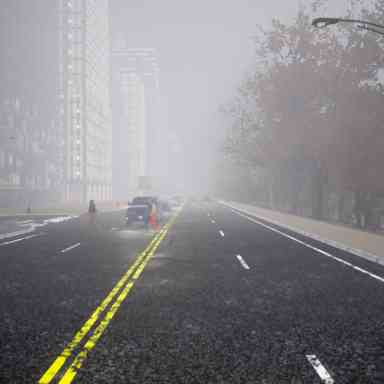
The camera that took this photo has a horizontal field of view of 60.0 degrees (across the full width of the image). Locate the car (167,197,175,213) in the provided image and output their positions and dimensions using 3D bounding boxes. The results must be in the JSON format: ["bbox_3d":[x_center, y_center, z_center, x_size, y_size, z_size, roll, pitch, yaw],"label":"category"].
[{"bbox_3d":[-3.344,1.571,37.572,1.994,1.385,4.181,0,0,0],"label":"car"}]

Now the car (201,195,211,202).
[{"bbox_3d":[3.257,1.503,74.903,1.837,1.490,4.892,0,0,0],"label":"car"}]

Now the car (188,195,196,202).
[{"bbox_3d":[0.009,1.543,74.904,2.033,1.411,5.357,0,0,0],"label":"car"}]

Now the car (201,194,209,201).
[{"bbox_3d":[3.260,1.374,85.297,1.882,1.535,5.008,0,0,0],"label":"car"}]

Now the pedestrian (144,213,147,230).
[{"bbox_3d":[-2.435,1.316,19.409,0.375,1.860,0.375,0,0,0],"label":"pedestrian"}]

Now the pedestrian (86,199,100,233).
[{"bbox_3d":[-5.419,1.293,18.213,0.375,1.860,0.375,0,0,0],"label":"pedestrian"}]

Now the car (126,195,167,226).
[{"bbox_3d":[-3.369,1.293,24.540,2.150,2.045,5.566,-1,0,0],"label":"car"}]

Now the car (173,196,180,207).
[{"bbox_3d":[-3.342,1.605,52.094,1.895,1.301,4.718,0,0,0],"label":"car"}]

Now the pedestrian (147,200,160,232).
[{"bbox_3d":[-2.173,1.304,18.809,0.375,1.860,0.375,0,0,0],"label":"pedestrian"}]

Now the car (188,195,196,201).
[{"bbox_3d":[0.010,1.420,85.298,1.812,1.442,4.674,0,0,0],"label":"car"}]
